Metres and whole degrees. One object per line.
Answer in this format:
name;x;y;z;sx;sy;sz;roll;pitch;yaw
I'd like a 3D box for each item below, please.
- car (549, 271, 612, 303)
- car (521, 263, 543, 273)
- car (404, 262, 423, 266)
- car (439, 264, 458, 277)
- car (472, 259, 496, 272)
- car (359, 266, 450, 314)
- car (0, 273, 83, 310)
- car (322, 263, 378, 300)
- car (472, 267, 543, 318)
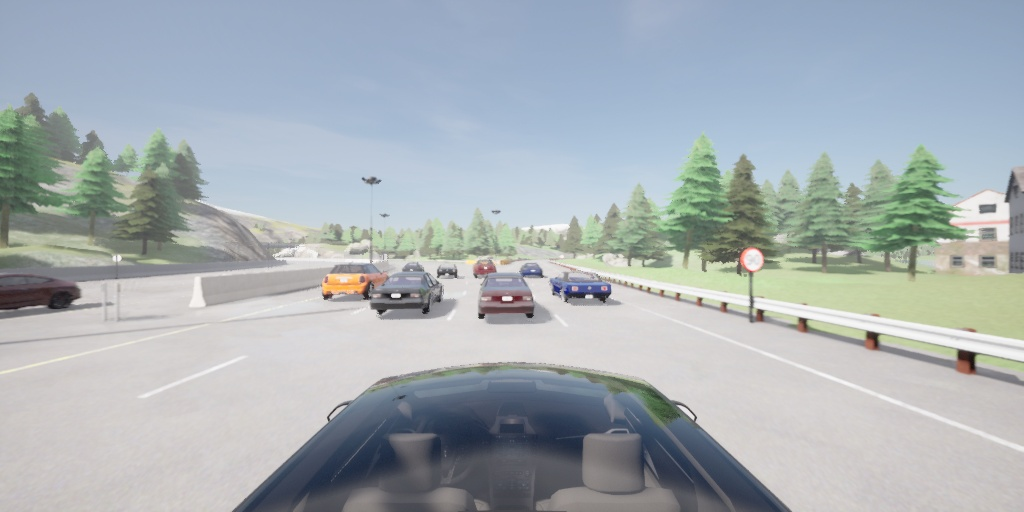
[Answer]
car;2.975;1.350;16.683;1.895;1.301;4.718;0;0;-4
car;1.861;1.321;34.879;1.994;1.385;4.181;0;0;-2
car;-10.253;1.346;37.288;1.994;1.385;4.181;0;0;-10
car;-6.203;1.374;34.548;1.895;1.301;4.718;0;0;-9
car;-2.727;1.118;34.741;2.097;1.767;4.553;0;0;-9
car;-3.857;1.309;13.920;2.033;1.411;5.357;0;0;-4
car;-17.868;1.315;12.250;1.812;1.442;4.674;0;0;-3
car;-7.724;1.123;18.234;2.097;1.767;4.553;0;0;-5
car;-0.299;1.301;13.054;2.033;1.411;5.357;0;0;-4
